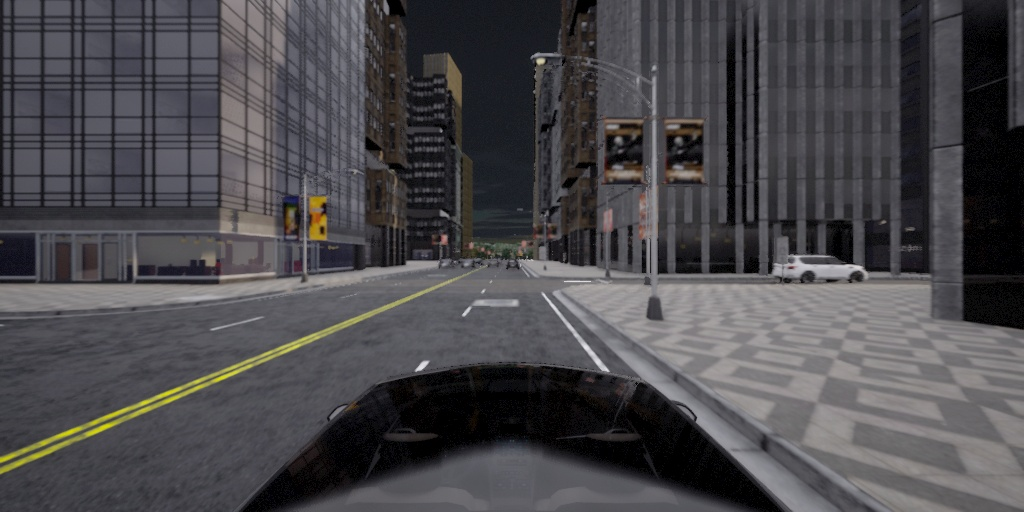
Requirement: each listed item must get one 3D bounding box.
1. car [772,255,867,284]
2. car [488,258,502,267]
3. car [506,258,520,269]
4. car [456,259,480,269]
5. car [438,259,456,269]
[{"bbox_3d":[21.554,0.962,25.276,5.566,2.045,2.150,0,0,0],"label":"car"},{"bbox_3d":[-3.179,1.161,62.692,2.128,1.511,4.902,0,0,0],"label":"car"},{"bbox_3d":[0.110,1.214,53.982,1.812,1.442,4.674,0,0,0],"label":"car"},{"bbox_3d":[-6.554,1.181,53.826,2.128,1.511,4.902,0,0,0],"label":"car"},{"bbox_3d":[-9.802,1.181,53.815,2.128,1.511,4.902,0,0,0],"label":"car"}]
